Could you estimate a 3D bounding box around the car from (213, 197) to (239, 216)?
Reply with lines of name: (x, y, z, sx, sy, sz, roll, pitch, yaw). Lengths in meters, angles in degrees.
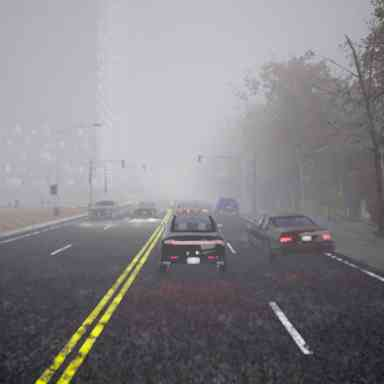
car: (2.900, 1.158, 29.253, 1.882, 1.535, 5.008, 4, -2, -2)

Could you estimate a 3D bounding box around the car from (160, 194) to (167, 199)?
car: (-7.718, 1.174, 90.473, 2.033, 1.411, 5.357, 0, 0, -5)

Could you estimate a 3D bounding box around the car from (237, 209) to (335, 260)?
car: (3.298, 1.448, 12.292, 2.033, 1.411, 5.357, -3, -1, -2)

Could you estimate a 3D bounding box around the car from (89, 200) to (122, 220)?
car: (-7.015, 1.363, 27.328, 1.882, 1.535, 5.008, 0, 0, -1)

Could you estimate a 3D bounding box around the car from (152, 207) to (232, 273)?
car: (0.012, 1.445, 10.494, 2.128, 1.511, 4.902, 0, 0, -1)

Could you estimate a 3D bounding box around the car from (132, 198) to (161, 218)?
car: (-3.783, 1.445, 28.045, 1.994, 1.385, 4.181, 0, 0, -1)

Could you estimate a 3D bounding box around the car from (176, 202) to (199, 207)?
car: (-0.335, 1.484, 27.080, 1.895, 1.301, 4.718, 0, 0, -2)
